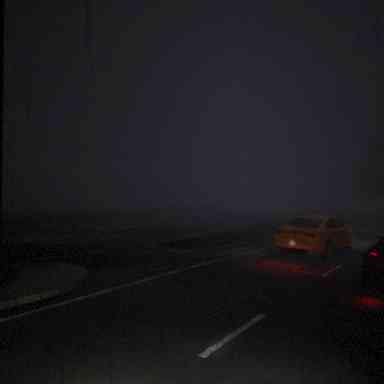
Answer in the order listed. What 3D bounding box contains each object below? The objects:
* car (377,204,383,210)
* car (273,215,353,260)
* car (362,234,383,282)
[{"bbox_3d":[37.236,2.487,61.813,4.892,1.490,1.837,1,-1,38],"label":"car"},{"bbox_3d":[5.066,1.681,13.559,1.882,1.535,5.008,0,-1,39],"label":"car"},{"bbox_3d":[6.340,1.752,9.575,1.994,1.385,4.181,0,-1,39],"label":"car"}]
